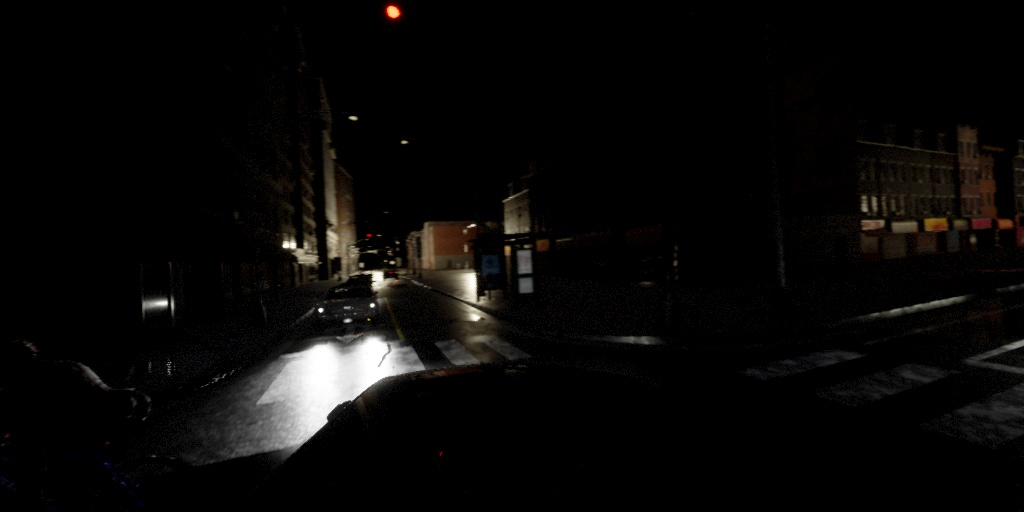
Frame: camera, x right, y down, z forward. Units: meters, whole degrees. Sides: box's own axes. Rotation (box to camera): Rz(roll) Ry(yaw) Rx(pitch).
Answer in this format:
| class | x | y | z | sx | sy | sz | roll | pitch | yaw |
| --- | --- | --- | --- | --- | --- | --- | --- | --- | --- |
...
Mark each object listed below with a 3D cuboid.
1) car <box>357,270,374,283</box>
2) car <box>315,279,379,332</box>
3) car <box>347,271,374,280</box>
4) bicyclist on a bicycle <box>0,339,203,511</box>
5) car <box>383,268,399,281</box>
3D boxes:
| class | x | y | z | sx | sy | sz | roll | pitch | yaw |
| --- | --- | --- | --- | --- | --- | --- | --- | --- | --- |
| car | -18.421 | 2.545 | 45.272 | 1.895 | 1.301 | 4.718 | -3 | 0 | -21 |
| car | -5.876 | 1.726 | 13.050 | 1.895 | 1.301 | 4.718 | -3 | 0 | -22 |
| car | -10.178 | 1.951 | 23.973 | 2.033 | 1.411 | 5.357 | -3 | 0 | -21 |
| bicyclist on a bicycle | -3.156 | 1.380 | 2.453 | 1.656 | 1.620 | 0.582 | -4 | 0 | -20 |
| car | -15.374 | 2.274 | 45.399 | 2.128 | 1.511 | 4.902 | -3 | 0 | -19 |
